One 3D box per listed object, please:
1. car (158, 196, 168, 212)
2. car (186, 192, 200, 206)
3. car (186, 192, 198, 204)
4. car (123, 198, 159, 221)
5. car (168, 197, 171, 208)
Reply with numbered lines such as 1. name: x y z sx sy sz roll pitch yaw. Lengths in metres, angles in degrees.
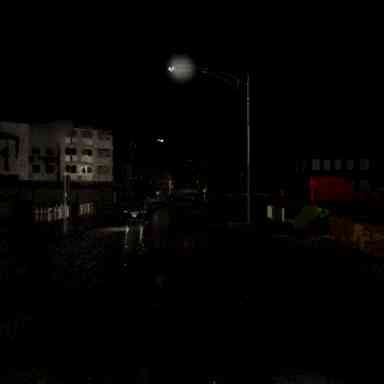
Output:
1. car: -4.088 1.377 36.043 2.128 1.511 4.902 0 0 0
2. car: 0.107 1.192 50.589 2.097 1.767 4.553 0 0 0
3. car: 0.009 1.030 60.459 2.150 2.045 5.566 0 0 0
4. car: -4.096 1.408 26.079 2.128 1.511 4.902 0 0 0
5. car: -4.048 1.331 46.218 1.882 1.535 5.008 0 0 0
